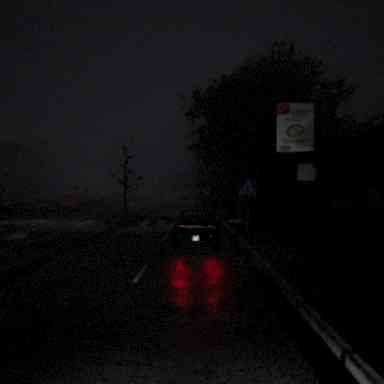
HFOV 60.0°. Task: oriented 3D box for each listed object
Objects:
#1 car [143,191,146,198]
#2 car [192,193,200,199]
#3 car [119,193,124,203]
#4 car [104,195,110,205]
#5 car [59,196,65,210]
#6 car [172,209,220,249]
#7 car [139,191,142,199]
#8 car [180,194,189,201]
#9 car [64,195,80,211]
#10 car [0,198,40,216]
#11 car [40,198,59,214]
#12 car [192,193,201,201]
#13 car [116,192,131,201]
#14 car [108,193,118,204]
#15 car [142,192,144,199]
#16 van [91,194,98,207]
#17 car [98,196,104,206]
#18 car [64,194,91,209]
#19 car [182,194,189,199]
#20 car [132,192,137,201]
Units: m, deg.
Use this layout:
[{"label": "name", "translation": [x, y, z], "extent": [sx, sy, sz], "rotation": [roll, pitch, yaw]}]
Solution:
[{"label": "car", "translation": [-15.650, 1.275, 89.425], "extent": [4.792, 1.488, 2.163], "rotation": [0, 0, -19]}, {"label": "car", "translation": [1.217, 1.111, 92.399], "extent": [2.097, 1.767, 4.553], "rotation": [0, 0, 1]}, {"label": "car", "translation": [-16.008, 1.485, 65.527], "extent": [4.674, 1.452, 2.002], "rotation": [0, 1, -19]}, {"label": "car", "translation": [-16.206, 1.520, 53.575], "extent": [4.792, 1.488, 2.163], "rotation": [0, 0, -19]}, {"label": "car", "translation": [-16.456, 1.450, 35.672], "extent": [4.792, 1.488, 2.163], "rotation": [0, 0, -19]}, {"label": "car", "translation": [0.172, 1.487, 14.506], "extent": [2.128, 1.511, 4.902], "rotation": [0, 0, 1]}, {"label": "car", "translation": [-15.731, 1.171, 83.434], "extent": [4.553, 1.767, 2.185], "rotation": [0, 1, -19]}, {"label": "car", "translation": [-1.919, 1.445, 82.465], "extent": [1.812, 1.442, 4.674], "rotation": [0, 0, 1]}, {"label": "car", "translation": [-16.213, 1.435, 38.731], "extent": [5.366, 1.575, 1.946], "rotation": [0, -1, -19]}, {"label": "car", "translation": [-16.509, 1.427, 29.720], "extent": [4.674, 1.452, 2.002], "rotation": [0, 0, -19]}, {"label": "car", "translation": [-16.297, 1.398, 32.766], "extent": [5.366, 1.575, 1.946], "rotation": [0, -1, -19]}, {"label": "car", "translation": [1.082, 1.302, 82.394], "extent": [2.097, 1.767, 4.553], "rotation": [0, 0, 1]}, {"label": "car", "translation": [-15.998, 1.174, 68.496], "extent": [5.566, 2.045, 2.435], "rotation": [0, 1, -19]}, {"label": "car", "translation": [-15.964, 1.480, 56.641], "extent": [5.366, 1.575, 1.946], "rotation": [0, 0, -19]}, {"label": "car", "translation": [-15.714, 1.311, 86.407], "extent": [4.674, 1.452, 2.002], "rotation": [0, 1, -19]}, {"label": "van", "translation": [-16.155, 1.256, 47.669], "extent": [4.442, 1.987, 1.878], "rotation": [0, -1, -19]}, {"label": "car", "translation": [-16.216, 1.526, 50.602], "extent": [4.674, 1.452, 2.002], "rotation": [0, 0, -19]}, {"label": "car", "translation": [-16.276, 1.345, 44.643], "extent": [4.553, 1.767, 2.185], "rotation": [0, 0, -19]}, {"label": "car", "translation": [-1.783, 1.325, 92.502], "extent": [1.895, 1.301, 4.718], "rotation": [0, 0, 1]}, {"label": "car", "translation": [-15.862, 1.123, 74.491], "extent": [5.566, 2.045, 2.435], "rotation": [0, 0, -19]}]
